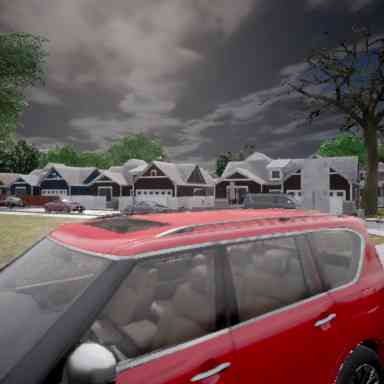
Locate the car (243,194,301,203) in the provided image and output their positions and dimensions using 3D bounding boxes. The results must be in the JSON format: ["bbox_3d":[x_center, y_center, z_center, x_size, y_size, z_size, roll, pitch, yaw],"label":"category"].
[{"bbox_3d":[6.155,1.156,22.988,5.566,2.045,2.150,0,0,30],"label":"car"}]

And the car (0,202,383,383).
[{"bbox_3d":[-0.406,1.221,2.791,5.566,2.045,2.150,0,0,-36],"label":"car"}]

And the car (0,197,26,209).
[{"bbox_3d":[-23.006,1.333,42.019,4.674,1.442,1.812,0,0,27],"label":"car"}]

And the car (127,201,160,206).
[{"bbox_3d":[-3.799,1.451,28.625,4.181,1.385,1.994,0,0,29],"label":"car"}]

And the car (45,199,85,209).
[{"bbox_3d":[-12.765,1.410,33.391,4.181,1.385,1.994,0,0,27],"label":"car"}]
